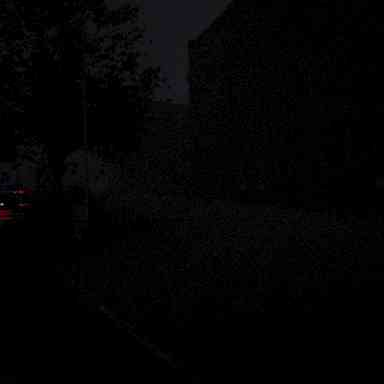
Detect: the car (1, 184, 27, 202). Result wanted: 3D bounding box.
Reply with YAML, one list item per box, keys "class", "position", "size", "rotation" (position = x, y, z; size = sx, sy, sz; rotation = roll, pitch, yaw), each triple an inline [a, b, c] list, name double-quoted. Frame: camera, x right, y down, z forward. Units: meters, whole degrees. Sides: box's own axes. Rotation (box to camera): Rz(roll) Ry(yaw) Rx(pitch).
- class: "car"
  position: [-21.397, 0.114, 40.772]
  size: [2.150, 2.045, 5.566]
  rotation: [-1, 3, -21]

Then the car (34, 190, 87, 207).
- class: "car"
  position: [-13.273, 0.582, 33.683]
  size: [4.792, 1.488, 2.163]
  rotation: [-1, 2, -23]

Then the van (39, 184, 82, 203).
- class: "van"
  position: [-15.237, 0.165, 38.628]
  size: [4.442, 1.987, 1.878]
  rotation: [-1, 2, -22]

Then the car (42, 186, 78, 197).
- class: "car"
  position: [-20.274, -0.058, 51.314]
  size: [4.892, 1.521, 2.231]
  rotation: [-1, 3, -19]

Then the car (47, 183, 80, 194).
- class: "car"
  position: [-23.793, -0.697, 61.777]
  size: [5.566, 2.045, 2.435]
  rotation: [-1, 2, -17]

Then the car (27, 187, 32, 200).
- class: "car"
  position: [-12.109, 0.376, 31.209]
  size: [5.566, 2.045, 2.435]
  rotation: [-1, 2, -24]

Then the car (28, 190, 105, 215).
- class: "car"
  position: [-8.729, 0.846, 23.686]
  size: [4.892, 1.521, 2.231]
  rotation: [-1, 2, -24]

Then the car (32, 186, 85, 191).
- class: "car"
  position: [-9.832, 0.647, 26.206]
  size: [4.553, 1.767, 2.185]
  rotation: [-1, 2, -24]

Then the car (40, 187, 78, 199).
- class: "car"
  position: [-18.403, 0.160, 46.188]
  size: [4.792, 1.488, 2.163]
  rotation: [-1, 2, -20]

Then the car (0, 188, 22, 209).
- class: "car"
  position: [-17.131, 0.724, 30.654]
  size: [1.837, 1.490, 4.892]
  rotation: [-1, 2, -23]

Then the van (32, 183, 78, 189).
- class: "van"
  position: [-11.104, 0.478, 28.652]
  size: [4.442, 1.987, 1.878]
  rotation: [-1, 2, -24]

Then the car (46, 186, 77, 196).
- class: "car"
  position: [-22.122, -0.231, 56.585]
  size: [4.792, 1.488, 2.163]
  rotation: [-1, 2, -18]
